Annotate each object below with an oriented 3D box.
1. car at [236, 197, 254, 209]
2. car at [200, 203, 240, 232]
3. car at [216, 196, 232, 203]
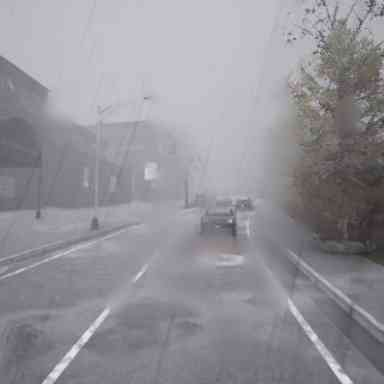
[{"bbox_3d":[6.518,1.342,41.313,1.837,1.490,4.892,-1,0,15],"label":"car"},{"bbox_3d":[1.678,1.538,19.473,1.895,1.301,4.718,-1,0,8],"label":"car"},{"bbox_3d":[4.690,1.399,48.457,1.837,1.490,4.892,-1,-1,16],"label":"car"}]
